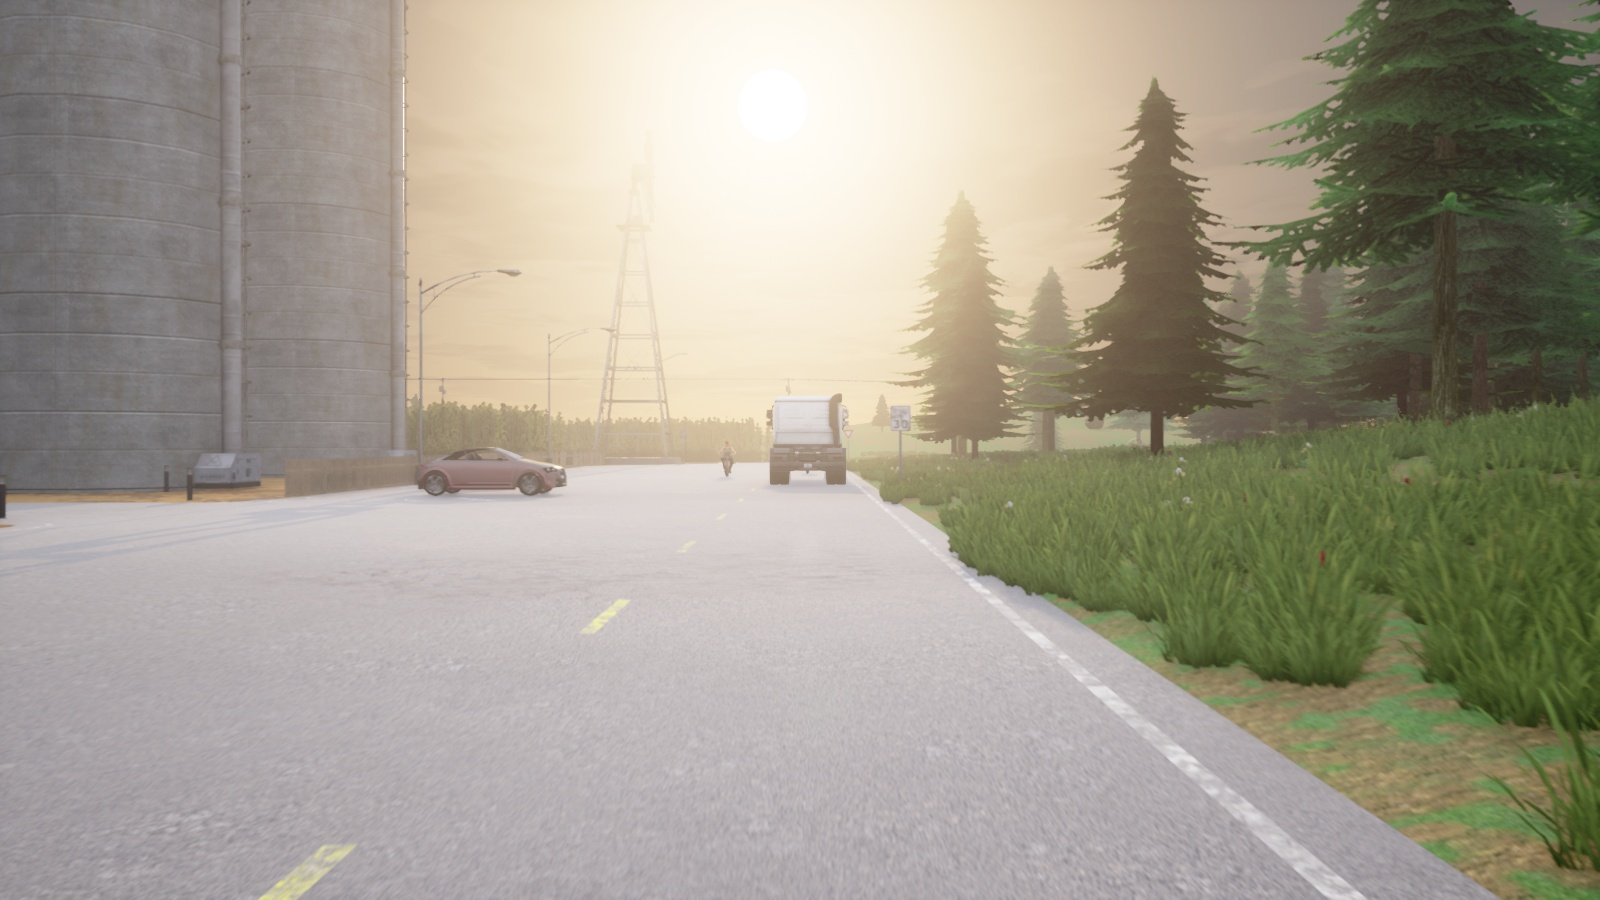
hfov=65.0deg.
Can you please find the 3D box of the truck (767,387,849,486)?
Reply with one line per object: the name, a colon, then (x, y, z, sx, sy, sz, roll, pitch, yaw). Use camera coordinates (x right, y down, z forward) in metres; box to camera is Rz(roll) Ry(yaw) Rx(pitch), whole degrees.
truck: (0.293, -0.506, 48.114, 2.891, 3.462, 7.936, 0, 0, 0)
